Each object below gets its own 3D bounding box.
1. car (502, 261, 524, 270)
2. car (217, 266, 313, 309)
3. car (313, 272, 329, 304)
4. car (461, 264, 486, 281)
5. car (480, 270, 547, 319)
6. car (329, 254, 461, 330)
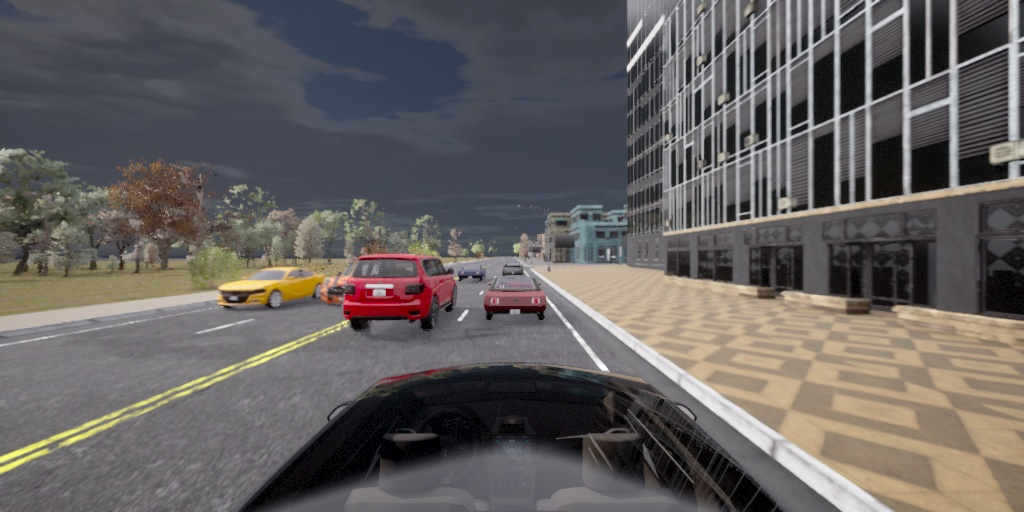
[{"bbox_3d":[0.098,1.217,32.403,2.128,1.511,4.902,0,0,0],"label":"car"},{"bbox_3d":[-9.847,1.218,15.181,1.882,1.535,5.008,0,0,0],"label":"car"},{"bbox_3d":[-6.595,1.091,16.199,2.097,1.767,4.553,0,0,0],"label":"car"},{"bbox_3d":[-3.153,1.329,29.206,1.895,1.301,4.718,0,0,0],"label":"car"},{"bbox_3d":[0.097,1.342,12.689,1.895,1.301,4.718,0,0,0],"label":"car"},{"bbox_3d":[-3.151,0.965,11.202,2.150,2.045,5.566,0,0,0],"label":"car"}]
